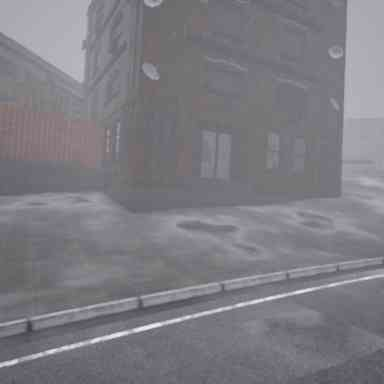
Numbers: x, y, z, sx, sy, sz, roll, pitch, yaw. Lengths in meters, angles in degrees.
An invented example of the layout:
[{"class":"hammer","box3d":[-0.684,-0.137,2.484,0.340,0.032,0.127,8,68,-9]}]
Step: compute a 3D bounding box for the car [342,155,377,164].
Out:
[{"class":"car","box3d":[20.929,-3.823,42.352,4.553,1.767,2.185,2,-2,14]}]
